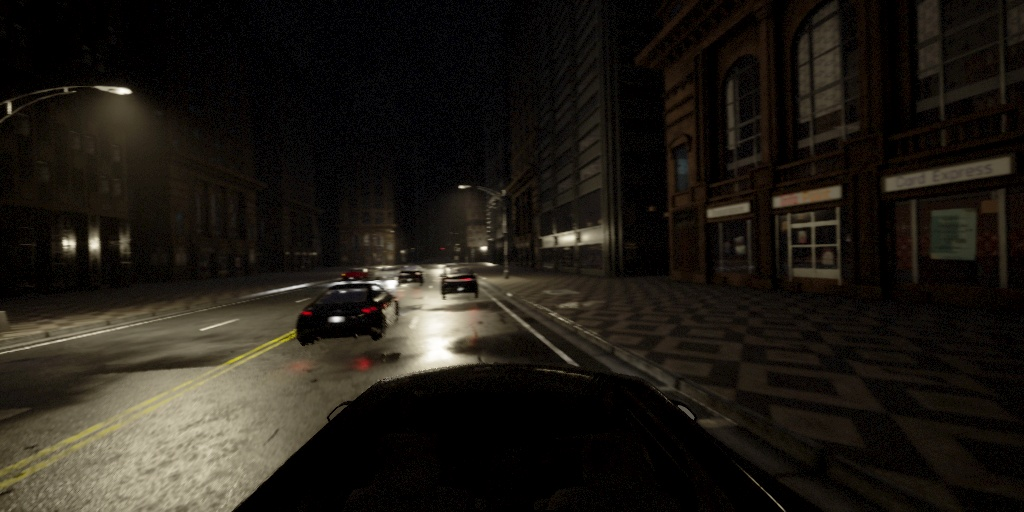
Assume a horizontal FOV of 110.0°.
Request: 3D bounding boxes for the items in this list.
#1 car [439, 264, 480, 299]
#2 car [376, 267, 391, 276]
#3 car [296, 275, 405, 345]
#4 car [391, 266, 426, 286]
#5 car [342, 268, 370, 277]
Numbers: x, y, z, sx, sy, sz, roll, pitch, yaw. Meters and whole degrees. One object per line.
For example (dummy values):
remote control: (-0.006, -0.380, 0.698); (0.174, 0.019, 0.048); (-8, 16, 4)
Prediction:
car: (-2.829, 1.353, 19.085); (2.128, 1.511, 4.902); (-2, 0, -10)
car: (-13.186, 1.823, 38.121); (1.895, 1.301, 4.718); (-2, 0, -11)
car: (-4.461, 1.461, 10.321); (1.994, 1.385, 4.181); (-2, 0, -11)
car: (-7.799, 1.524, 28.060); (2.128, 1.511, 4.902); (-2, 0, -11)
car: (-16.458, 1.923, 37.973); (1.895, 1.301, 4.718); (-2, 0, -10)
